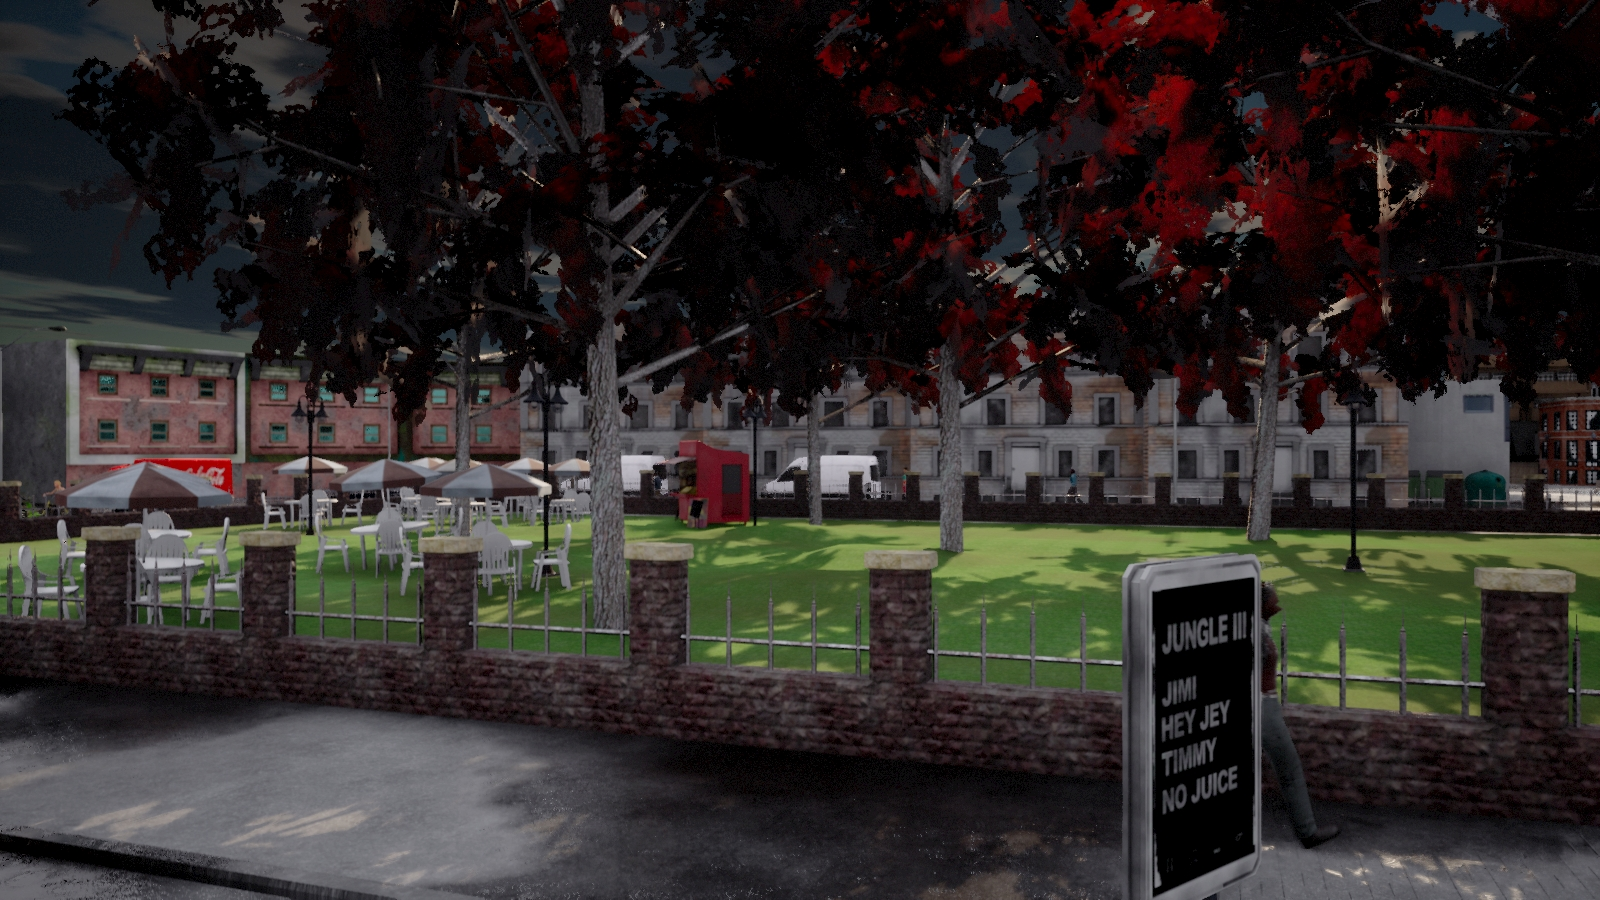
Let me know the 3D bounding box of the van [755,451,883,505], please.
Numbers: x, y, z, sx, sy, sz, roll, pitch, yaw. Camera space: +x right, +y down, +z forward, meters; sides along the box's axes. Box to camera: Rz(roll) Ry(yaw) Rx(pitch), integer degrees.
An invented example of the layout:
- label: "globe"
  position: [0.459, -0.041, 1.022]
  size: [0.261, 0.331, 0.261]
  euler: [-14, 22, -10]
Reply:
- label: "van"
  position: [0.923, 1.332, 55.933]
  size: [5.915, 2.561, 1.988]
  euler: [0, 0, 20]

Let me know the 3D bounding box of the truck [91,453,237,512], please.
- label: "truck"
  position: [-28.186, 1.388, 50.859]
  size: [2.627, 2.467, 5.204]
  euler: [0, 0, 21]

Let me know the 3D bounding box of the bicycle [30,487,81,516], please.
- label: "bicycle"
  position: [-29.946, 2.076, 45.966]
  size: [0.859, 1.080, 1.487]
  euler: [0, 0, 21]

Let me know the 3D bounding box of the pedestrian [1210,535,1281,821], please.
- label: "pedestrian"
  position: [3.025, 1.525, 7.770]
  size: [0.375, 1.860, 0.375]
  euler: [0, 0, 9]

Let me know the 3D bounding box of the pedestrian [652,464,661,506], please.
- label: "pedestrian"
  position: [-6.348, 1.546, 50.483]
  size: [0.375, 1.860, 0.375]
  euler: [0, 0, 0]

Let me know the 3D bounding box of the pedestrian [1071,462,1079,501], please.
- label: "pedestrian"
  position: [13.202, 1.531, 54.854]
  size: [0.375, 1.860, 0.375]
  euler: [0, 0, 13]

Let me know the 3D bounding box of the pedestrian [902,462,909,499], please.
- label: "pedestrian"
  position: [5.385, 1.539, 58.303]
  size: [0.375, 1.860, 0.375]
  euler: [0, 0, 7]

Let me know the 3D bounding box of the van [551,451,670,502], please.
- label: "van"
  position: [-9.919, 1.342, 59.863]
  size: [5.915, 2.561, 1.988]
  euler: [0, 0, 20]
